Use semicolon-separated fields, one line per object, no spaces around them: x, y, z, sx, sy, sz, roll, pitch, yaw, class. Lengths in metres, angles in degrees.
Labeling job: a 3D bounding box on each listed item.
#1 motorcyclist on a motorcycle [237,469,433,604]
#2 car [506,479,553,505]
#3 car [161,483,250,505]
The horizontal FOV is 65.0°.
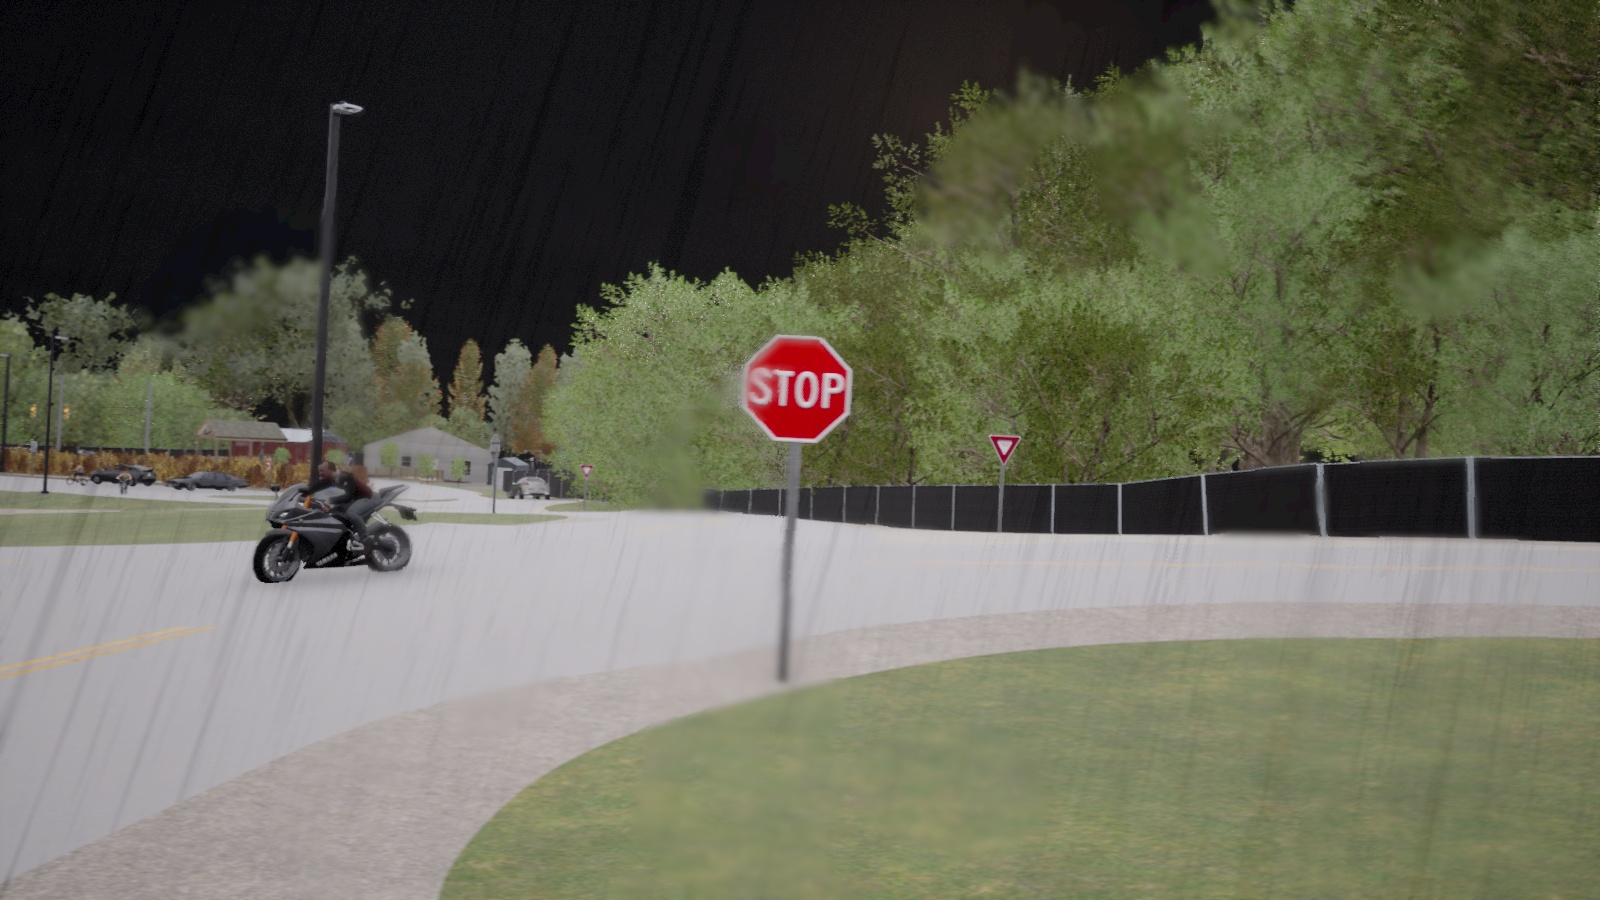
-5.864;1.041;15.969;0.866;1.530;2.191;0;1;38;motorcyclist on a motorcycle
-19.119;2.985;88.689;2.152;1.651;5.027;1;-4;-25;car
-41.802;3.085;88.438;2.033;1.411;5.357;1;-1;34;car
